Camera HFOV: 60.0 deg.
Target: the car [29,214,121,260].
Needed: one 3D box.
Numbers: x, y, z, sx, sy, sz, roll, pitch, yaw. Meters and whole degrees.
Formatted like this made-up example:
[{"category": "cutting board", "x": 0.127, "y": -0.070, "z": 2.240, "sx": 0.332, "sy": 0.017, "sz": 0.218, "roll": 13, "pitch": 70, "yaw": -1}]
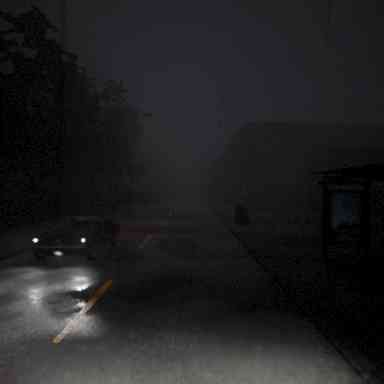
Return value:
[{"category": "car", "x": -3.999, "y": 1.521, "z": 12.175, "sx": 1.895, "sy": 1.301, "sz": 4.718, "roll": 0, "pitch": 0, "yaw": 0}]
